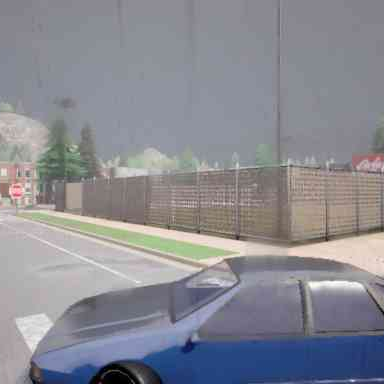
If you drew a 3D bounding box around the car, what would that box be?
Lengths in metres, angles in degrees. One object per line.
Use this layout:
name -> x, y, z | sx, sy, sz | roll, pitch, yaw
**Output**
car -> 0.978, 1.550, 4.052 | 5.357, 1.411, 2.033 | 0, 0, -4
